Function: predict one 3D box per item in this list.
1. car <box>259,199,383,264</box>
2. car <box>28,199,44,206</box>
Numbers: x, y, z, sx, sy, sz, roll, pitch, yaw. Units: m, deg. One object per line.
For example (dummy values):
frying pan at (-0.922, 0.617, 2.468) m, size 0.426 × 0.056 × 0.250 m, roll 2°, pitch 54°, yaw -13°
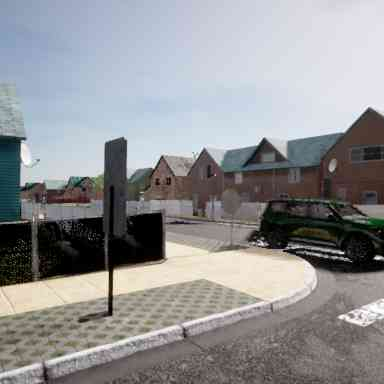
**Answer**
car at (5.016, 1.284, 12.419) m, size 2.150 × 2.045 × 5.566 m, roll 1°, pitch -1°, yaw -35°
car at (-27.178, 1.846, 57.857) m, size 2.097 × 1.767 × 4.553 m, roll 1°, pitch -2°, yaw -35°
